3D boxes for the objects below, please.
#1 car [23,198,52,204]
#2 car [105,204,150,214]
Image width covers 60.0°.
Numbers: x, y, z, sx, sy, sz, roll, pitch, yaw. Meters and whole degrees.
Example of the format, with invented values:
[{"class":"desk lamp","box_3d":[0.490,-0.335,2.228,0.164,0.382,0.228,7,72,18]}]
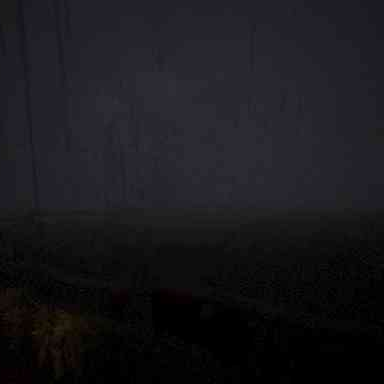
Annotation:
[{"class":"car","box_3d":[-25.586,1.894,55.378,2.242,1.667,4.611,-1,0,38]},{"class":"car","box_3d":[-5.470,1.729,28.554,1.994,1.385,4.181,-1,0,39]}]
